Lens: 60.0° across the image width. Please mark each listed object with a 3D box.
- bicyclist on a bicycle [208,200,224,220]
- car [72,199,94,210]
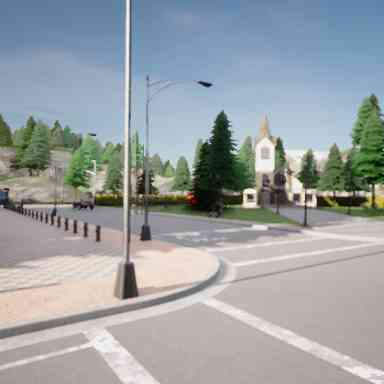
[{"bbox_3d":[2.001,1.491,27.727,1.656,1.620,0.582,0,0,-35],"label":"bicyclist on a bicycle"},{"bbox_3d":[-14.786,1.664,45.106,1.837,1.490,4.892,1,0,-34],"label":"car"}]
